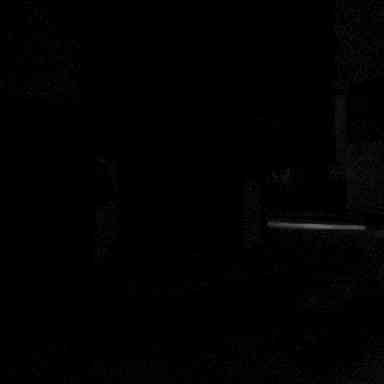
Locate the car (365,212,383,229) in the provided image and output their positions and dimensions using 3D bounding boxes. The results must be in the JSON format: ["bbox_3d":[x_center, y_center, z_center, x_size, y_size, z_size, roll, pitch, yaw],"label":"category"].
[{"bbox_3d":[13.367,1.601,20.560,4.718,1.301,1.895,0,0,21],"label":"car"}]
